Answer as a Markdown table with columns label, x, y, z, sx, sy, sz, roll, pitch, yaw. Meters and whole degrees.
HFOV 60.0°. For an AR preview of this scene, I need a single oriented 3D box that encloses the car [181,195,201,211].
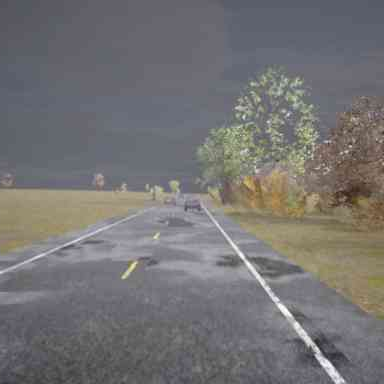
| label | x | y | z | sx | sy | sz | roll | pitch | yaw |
| --- | --- | --- | --- | --- | --- | --- | --- | --- | --- |
| car | 0.046 | 1.401 | 39.170 | 2.128 | 1.511 | 4.902 | 0 | 0 | 0 |

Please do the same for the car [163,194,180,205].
| label | x | y | z | sx | sy | sz | roll | pitch | yaw |
| --- | --- | --- | --- | --- | --- | --- | --- | --- | --- |
| car | -3.646 | 1.368 | 54.663 | 2.128 | 1.511 | 4.902 | 0 | 0 | 0 |
